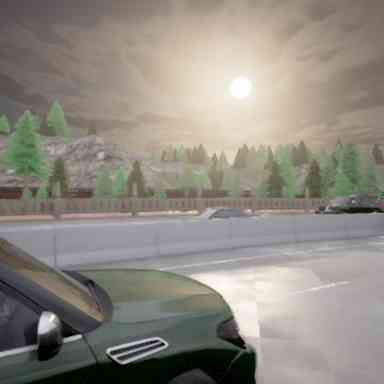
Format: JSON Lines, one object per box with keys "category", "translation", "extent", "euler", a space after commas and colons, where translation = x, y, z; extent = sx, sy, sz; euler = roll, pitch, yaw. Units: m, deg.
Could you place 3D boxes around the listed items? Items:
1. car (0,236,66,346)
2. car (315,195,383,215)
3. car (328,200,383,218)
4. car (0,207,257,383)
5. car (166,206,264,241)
{"category": "car", "translation": [-4.490, 1.567, 4.745], "extent": [4.718, 1.301, 1.895], "euler": [0, 0, -36]}
{"category": "car", "translation": [12.224, 1.241, 25.732], "extent": [5.566, 2.045, 2.150], "euler": [0, 0, -20]}
{"category": "car", "translation": [15.192, 1.517, 30.446], "extent": [5.008, 1.535, 1.882], "euler": [0, 0, -18]}
{"category": "car", "translation": [-2.071, 1.205, 2.188], "extent": [5.566, 2.045, 2.150], "euler": [0, 0, -35]}
{"category": "car", "translation": [1.211, 1.492, 16.745], "extent": [4.674, 1.442, 1.812], "euler": [0, 0, -28]}
